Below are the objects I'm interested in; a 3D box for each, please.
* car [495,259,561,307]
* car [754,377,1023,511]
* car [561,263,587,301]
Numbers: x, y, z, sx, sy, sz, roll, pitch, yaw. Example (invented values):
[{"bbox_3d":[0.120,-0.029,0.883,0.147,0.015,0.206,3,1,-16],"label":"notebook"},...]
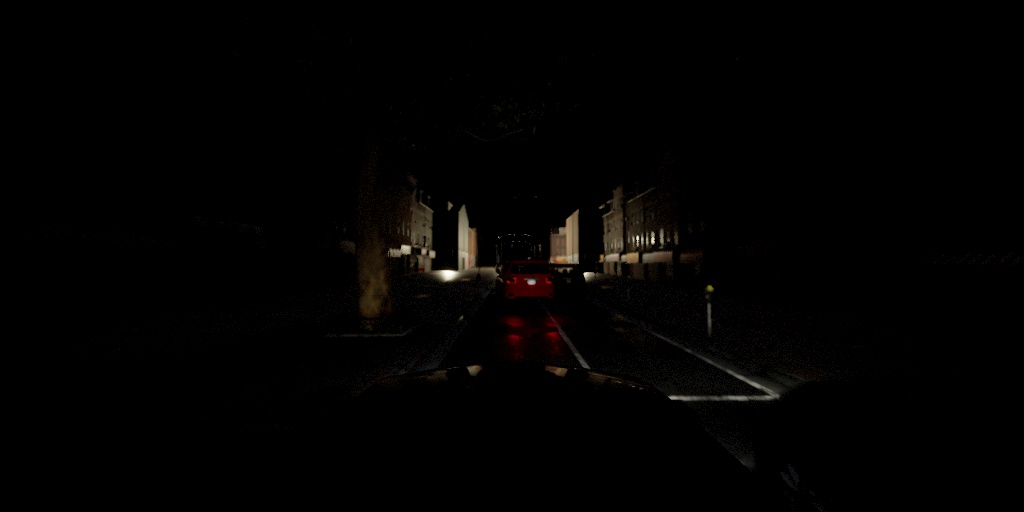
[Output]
[{"bbox_3d":[0.484,1.179,16.909,2.150,2.045,5.566,0,-1,-6],"label":"car"},{"bbox_3d":[2.988,1.093,1.007,2.097,1.767,4.553,0,-1,0],"label":"car"},{"bbox_3d":[2.643,1.302,19.125,2.192,1.841,5.009,0,0,0],"label":"car"}]
